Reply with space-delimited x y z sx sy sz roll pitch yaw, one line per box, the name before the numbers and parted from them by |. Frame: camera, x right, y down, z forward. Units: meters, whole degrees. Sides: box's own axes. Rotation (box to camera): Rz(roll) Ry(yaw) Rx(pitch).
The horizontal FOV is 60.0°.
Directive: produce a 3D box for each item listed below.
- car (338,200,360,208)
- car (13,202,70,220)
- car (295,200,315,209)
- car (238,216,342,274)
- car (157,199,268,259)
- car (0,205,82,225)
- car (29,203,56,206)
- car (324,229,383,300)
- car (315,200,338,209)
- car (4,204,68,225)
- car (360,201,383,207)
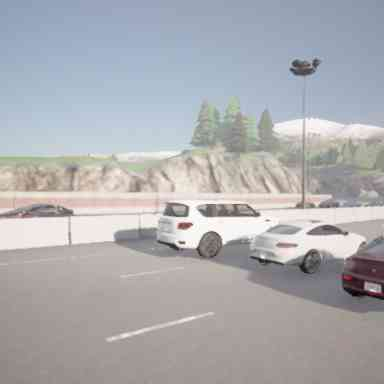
car | 24.357 2.013 50.490 1.812 1.442 4.674 0 0 44
car | -13.126 1.641 29.030 4.181 1.385 1.994 1 0 -36
car | 18.647 2.034 54.661 1.994 1.385 4.181 0 0 44
car | 3.911 1.620 10.846 4.674 1.442 1.812 0 0 -35
car | 1.284 1.312 13.265 5.566 2.045 2.150 0 0 -35
car | -8.789 1.651 19.220 4.718 1.301 1.895 1 0 -36
car | -10.378 1.562 22.387 4.892 1.490 1.837 1 0 -36
car | 5.208 1.609 7.472 4.674 1.442 1.812 1 0 -35
car | 22.035 1.963 53.112 1.882 1.535 5.008 0 0 44
car | -11.948 1.629 25.569 4.181 1.385 1.994 1 0 -36
car | 26.253 2.030 47.395 2.033 1.411 5.357 0 0 44
